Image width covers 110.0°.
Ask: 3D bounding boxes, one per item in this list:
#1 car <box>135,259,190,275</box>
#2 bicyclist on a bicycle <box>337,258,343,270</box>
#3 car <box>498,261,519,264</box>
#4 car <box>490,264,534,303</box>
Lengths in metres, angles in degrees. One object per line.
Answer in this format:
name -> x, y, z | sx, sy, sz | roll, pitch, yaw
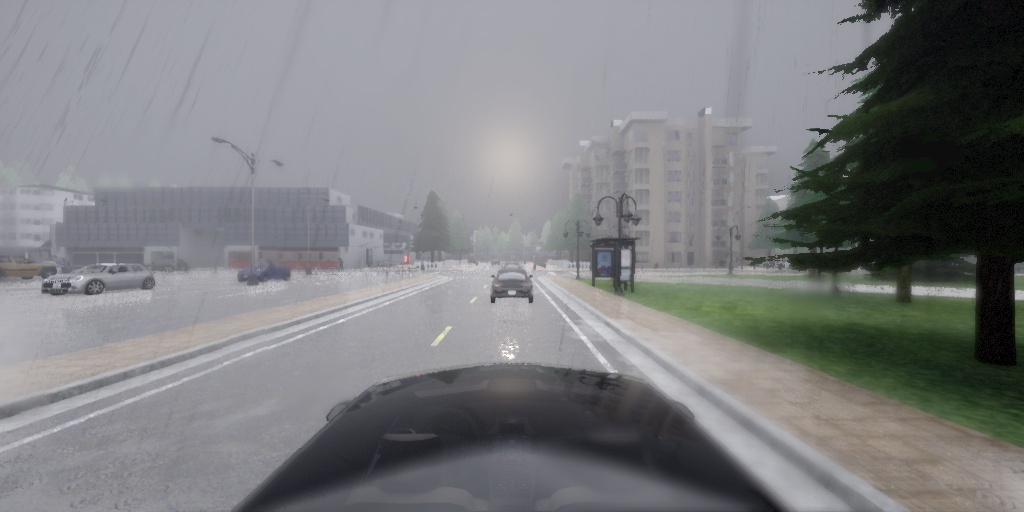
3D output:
car -> -41.577, 1.099, 43.037 | 4.553, 1.767, 2.097 | 0, 0, 1
bicyclist on a bicycle -> -22.370, 1.033, 46.728 | 0.582, 1.620, 1.656 | 0, 0, 1
car -> 0.000, 1.282, 31.500 | 1.812, 1.442, 4.674 | 0, 0, 0
car -> 0.000, 1.282, 16.500 | 1.812, 1.442, 4.674 | 0, 0, 0
